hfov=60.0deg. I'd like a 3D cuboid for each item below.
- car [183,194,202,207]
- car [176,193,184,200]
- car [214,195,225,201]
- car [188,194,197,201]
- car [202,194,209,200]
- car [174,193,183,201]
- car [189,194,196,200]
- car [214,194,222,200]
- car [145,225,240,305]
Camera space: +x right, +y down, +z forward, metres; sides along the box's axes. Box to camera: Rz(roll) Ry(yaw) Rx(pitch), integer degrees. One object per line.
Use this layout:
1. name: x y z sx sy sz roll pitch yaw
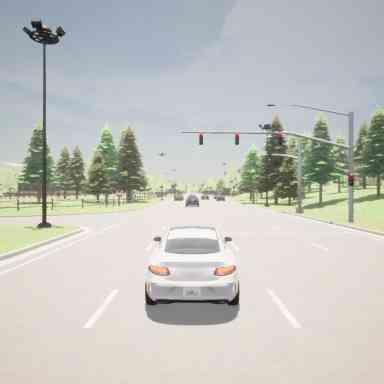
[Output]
1. car: 0.078 1.352 51.810 2.097 1.767 4.553 0 0 0
2. car: -3.360 1.187 92.848 2.097 1.767 4.553 0 0 0
3. car: 7.124 1.517 82.442 2.128 1.511 4.902 0 0 0
4. car: 0.125 1.347 82.840 2.097 1.767 4.553 0 0 0
5. car: 3.640 1.355 93.251 2.097 1.767 4.553 0 0 0
6. car: -3.375 1.544 82.842 1.994 1.385 4.181 0 0 0
7. car: 0.140 1.332 92.873 1.837 1.490 4.892 0 0 0
8. car: 7.140 1.385 92.862 1.994 1.385 4.181 0 0 0
9. car: 0.018 1.526 7.937 1.812 1.442 4.674 0 0 0
